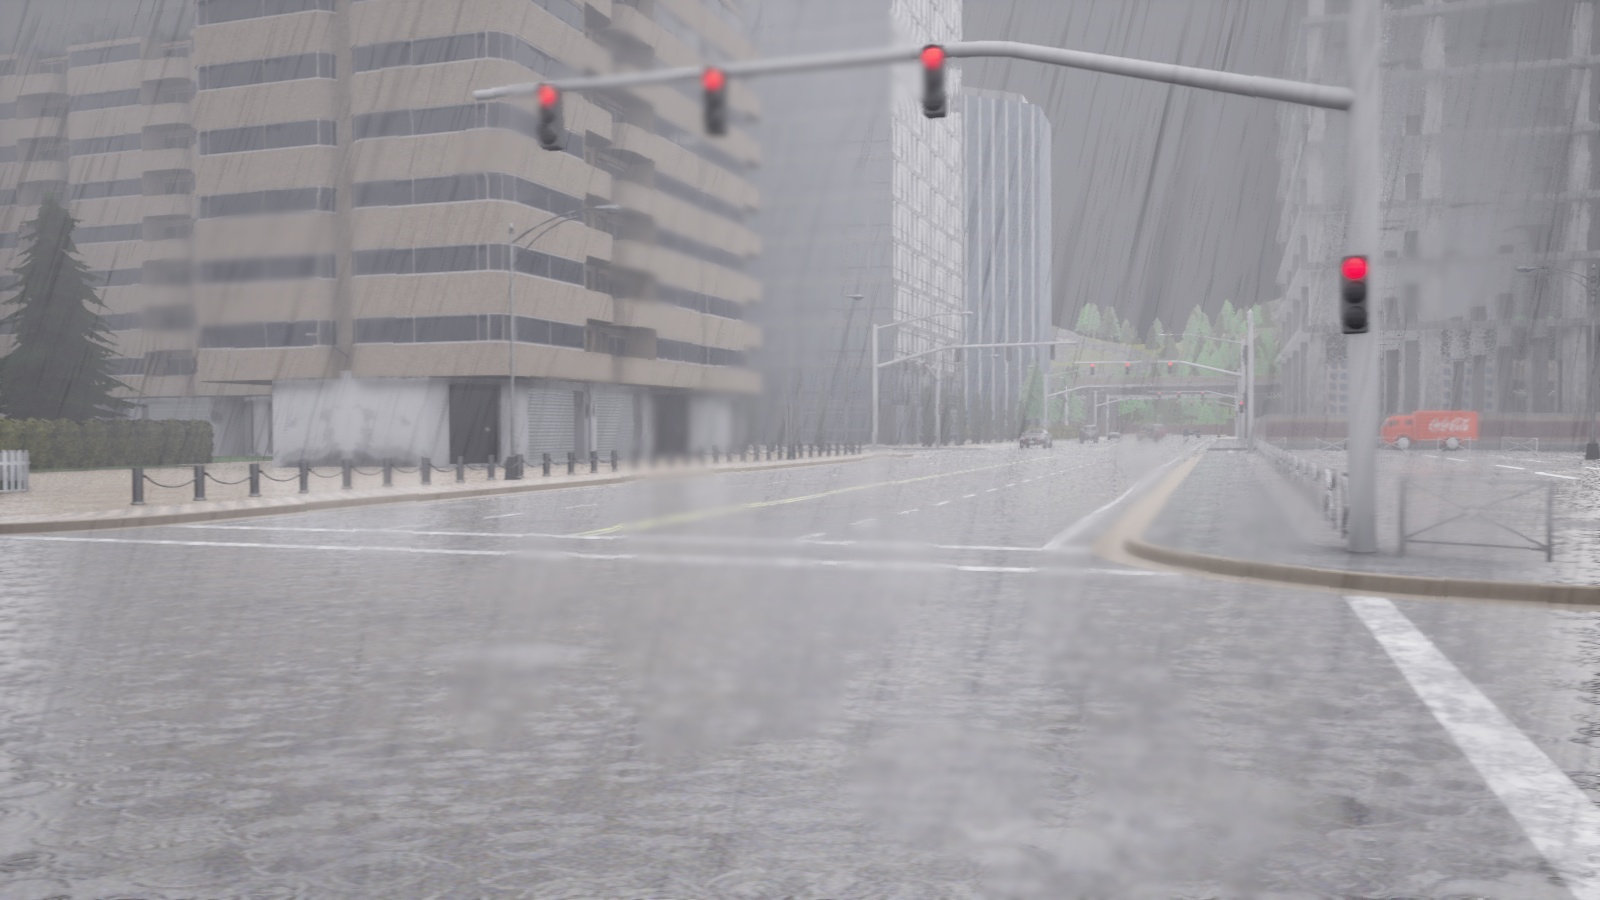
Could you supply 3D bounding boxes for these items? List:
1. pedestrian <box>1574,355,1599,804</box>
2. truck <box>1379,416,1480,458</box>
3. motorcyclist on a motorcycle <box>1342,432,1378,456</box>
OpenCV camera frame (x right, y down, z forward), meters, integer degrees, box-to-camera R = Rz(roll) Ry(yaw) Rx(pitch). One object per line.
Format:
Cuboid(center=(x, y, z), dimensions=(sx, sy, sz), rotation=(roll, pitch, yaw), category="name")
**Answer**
Cuboid(center=(3.600, 0.545, 5.071), dimensions=(0.563, 1.883, 0.849), rotation=(0, 1, 15), category="pedestrian")
Cuboid(center=(38.594, -0.809, 77.181), dimensions=(5.204, 2.467, 2.627), rotation=(1, 1, 19), category="truck")
Cuboid(center=(36.382, -0.420, 81.618), dimensions=(2.044, 1.523, 0.797), rotation=(1, 1, 18), category="motorcyclist on a motorcycle")
